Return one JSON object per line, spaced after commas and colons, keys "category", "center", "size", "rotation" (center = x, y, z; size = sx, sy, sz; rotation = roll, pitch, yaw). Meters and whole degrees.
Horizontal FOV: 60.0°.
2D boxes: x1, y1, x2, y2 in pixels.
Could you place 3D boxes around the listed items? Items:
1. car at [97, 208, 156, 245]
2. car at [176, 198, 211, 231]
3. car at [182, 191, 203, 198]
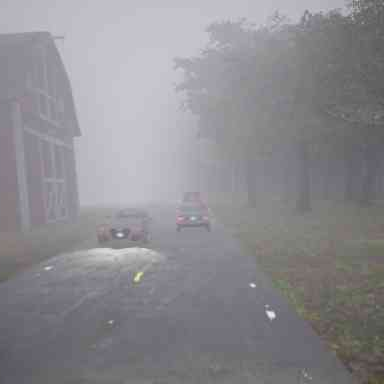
{"category": "car", "center": [-2.755, 1.411, 14.692], "size": [1.994, 1.385, 4.181], "rotation": [-1, 1, 0]}
{"category": "car", "center": [0.067, 1.310, 18.702], "size": [2.033, 1.411, 5.357], "rotation": [-1, 1, 0]}
{"category": "car", "center": [0.035, 0.860, 38.115], "size": [2.150, 2.045, 5.566], "rotation": [-1, 0, 0]}
